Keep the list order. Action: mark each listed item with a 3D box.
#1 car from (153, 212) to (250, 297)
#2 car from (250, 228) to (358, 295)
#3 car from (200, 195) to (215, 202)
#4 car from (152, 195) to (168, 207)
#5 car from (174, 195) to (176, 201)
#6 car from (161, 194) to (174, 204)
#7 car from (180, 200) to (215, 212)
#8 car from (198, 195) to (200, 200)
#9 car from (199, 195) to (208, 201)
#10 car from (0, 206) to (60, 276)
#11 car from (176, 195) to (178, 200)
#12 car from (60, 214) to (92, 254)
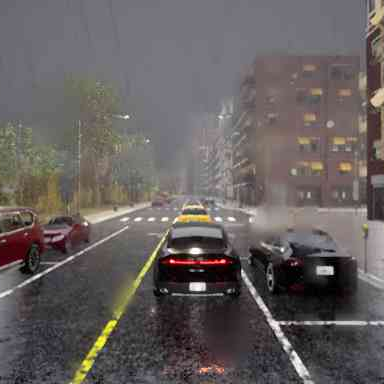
[{"bbox_3d":[0.116,1.502,8.562,1.837,1.490,4.892,0,0,0],"label":"car"},{"bbox_3d":[2.589,1.563,8.546,1.947,1.339,4.313,1,0,0],"label":"car"},{"bbox_3d":[2.675,1.544,52.362,2.008,1.369,4.403,1,0,0],"label":"car"},{"bbox_3d":[-5.206,1.538,51.574,1.887,1.381,4.507,1,0,0],"label":"car"},{"bbox_3d":[-5.171,1.314,68.603,2.192,1.841,5.009,1,0,0],"label":"car"},{"bbox_3d":[-5.182,1.311,62.926,2.192,1.841,5.009,1,0,0],"label":"car"},{"bbox_3d":[0.136,1.450,19.097,1.801,1.575,5.366,0,0,0],"label":"car"},{"bbox_3d":[2.709,1.581,69.412,1.802,1.307,4.206,1,0,0],"label":"car"},{"bbox_3d":[2.732,1.446,80.778,1.967,1.590,4.097,1,0,0],"label":"car"},{"bbox_3d":[-5.290,1.312,7.805,2.192,1.841,5.009,1,0,0],"label":"car"},{"bbox_3d":[-5.140,1.560,85.630,2.008,1.369,4.403,1,0,0],"label":"car"},{"bbox_3d":[-5.282,1.577,13.459,1.802,1.307,4.206,1,0,0],"label":"car"}]
